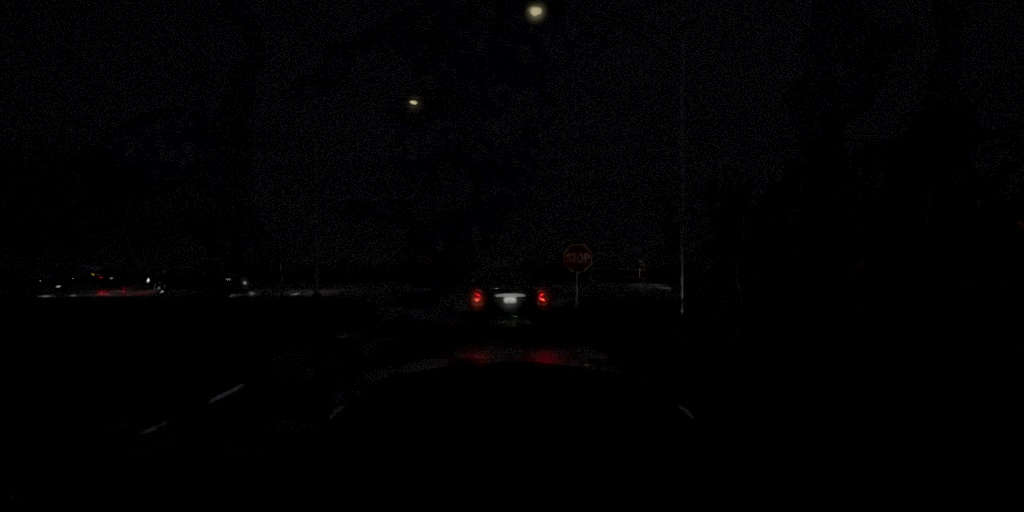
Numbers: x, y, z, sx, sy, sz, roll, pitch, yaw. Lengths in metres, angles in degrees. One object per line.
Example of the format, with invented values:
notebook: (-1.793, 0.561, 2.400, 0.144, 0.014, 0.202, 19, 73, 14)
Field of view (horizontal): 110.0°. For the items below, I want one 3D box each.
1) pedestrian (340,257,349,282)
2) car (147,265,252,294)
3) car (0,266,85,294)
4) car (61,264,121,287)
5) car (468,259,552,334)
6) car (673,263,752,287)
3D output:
pedestrian: (-12.184, 0.926, 25.925, 0.375, 1.860, 0.375, 0, 2, 0)
car: (-17.277, 1.258, 19.936, 4.902, 1.511, 2.128, 0, 2, 0)
car: (-27.398, 1.391, 19.901, 4.718, 1.301, 1.895, 0, 2, 0)
car: (-27.861, 1.230, 22.859, 4.674, 1.442, 1.812, 0, 2, 0)
car: (-0.151, 1.076, 10.746, 2.097, 1.767, 4.553, 0, 0, -3)
car: (12.831, 1.200, 23.042, 4.674, 1.442, 1.812, 0, 2, 1)
